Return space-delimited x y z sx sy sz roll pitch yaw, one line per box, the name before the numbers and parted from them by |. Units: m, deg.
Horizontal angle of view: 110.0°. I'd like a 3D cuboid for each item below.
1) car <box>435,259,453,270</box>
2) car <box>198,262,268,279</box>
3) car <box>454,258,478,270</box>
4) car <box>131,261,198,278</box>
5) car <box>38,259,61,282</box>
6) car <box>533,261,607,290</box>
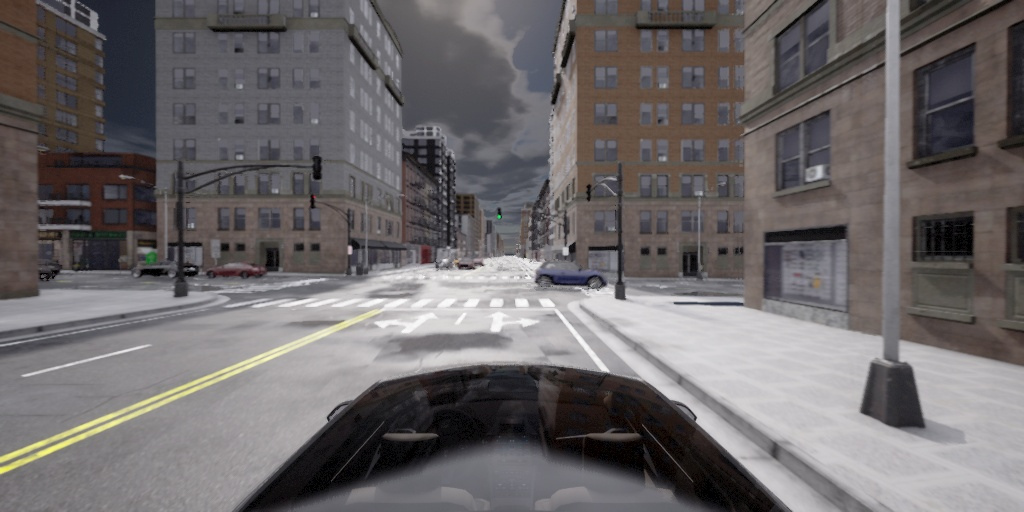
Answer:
car | -9.802 1.180 51.904 2.128 1.511 4.902 0 0 0
car | -21.523 1.103 28.083 4.207 1.307 1.802 0 0 0
car | -6.555 1.041 51.588 2.097 1.767 4.553 0 0 0
car | -27.088 1.021 28.097 4.313 1.339 1.948 0 0 0
car | -31.805 0.975 22.436 4.892 1.490 1.837 1 0 0
car | 3.609 1.116 22.516 4.553 1.767 2.097 1 0 0
